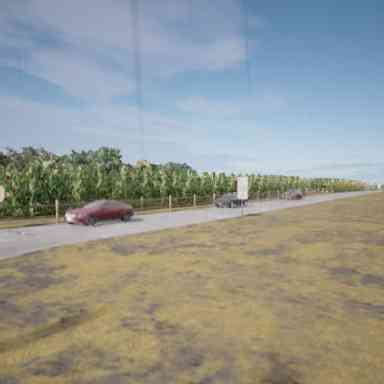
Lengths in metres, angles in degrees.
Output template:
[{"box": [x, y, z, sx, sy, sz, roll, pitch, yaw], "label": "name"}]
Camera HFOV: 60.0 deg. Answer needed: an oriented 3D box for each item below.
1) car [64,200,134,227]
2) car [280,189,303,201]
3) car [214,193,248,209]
[{"box": [-5.670, 1.251, 20.886, 1.812, 1.442, 4.674, 1, 2, 36], "label": "car"}, {"box": [14.775, 0.388, 49.323, 2.097, 1.767, 4.553, 1, 2, 36], "label": "car"}, {"box": [4.143, 0.886, 34.611, 1.837, 1.490, 4.892, 1, 2, 36], "label": "car"}]
